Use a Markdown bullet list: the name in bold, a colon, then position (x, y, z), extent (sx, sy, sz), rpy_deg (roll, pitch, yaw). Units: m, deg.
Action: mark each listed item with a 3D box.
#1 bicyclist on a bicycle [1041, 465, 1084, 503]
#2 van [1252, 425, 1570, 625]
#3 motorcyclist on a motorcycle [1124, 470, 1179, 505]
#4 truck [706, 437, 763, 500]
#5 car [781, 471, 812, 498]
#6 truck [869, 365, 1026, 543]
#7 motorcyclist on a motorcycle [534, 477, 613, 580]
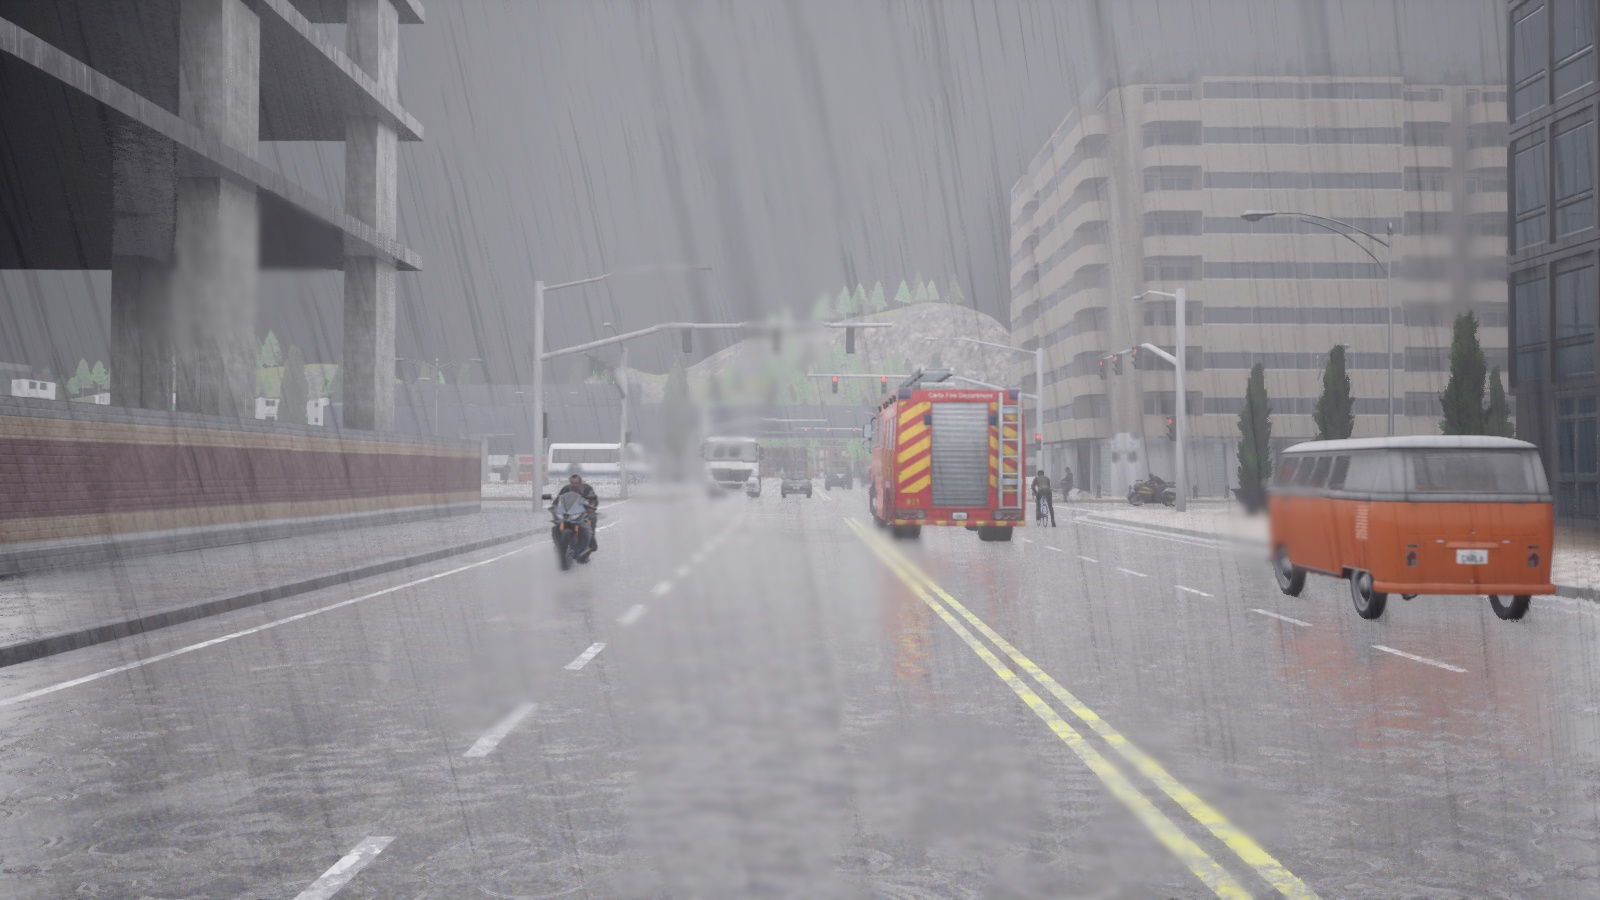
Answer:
- **bicyclist on a bicycle**: position (12.384, 1.584, 59.272), extent (1.843, 1.776, 0.659), rpy_deg (0, -1, -1)
- **van**: position (6.894, 0.787, 14.753), extent (1.775, 1.987, 4.442), rpy_deg (0, -1, 3)
- **motorcyclist on a motorcycle**: position (15.635, 1.667, 55.830), extent (2.191, 1.530, 0.866), rpy_deg (0, -1, -1)
- **truck**: position (-3.691, 1.064, 72.659), extent (2.891, 3.462, 7.936), rpy_deg (0, -1, 0)
- **car**: position (-0.190, 2.029, 73.717), extent (1.789, 1.549, 3.705), rpy_deg (0, -1, 0)
- **truck**: position (3.414, 0.160, 31.328), extent (2.891, 3.827, 8.468), rpy_deg (0, -1, 0)
- **motorcyclist on a motorcycle**: position (-3.552, 1.197, 19.907), extent (0.866, 1.530, 2.191), rpy_deg (0, -1, 0)
